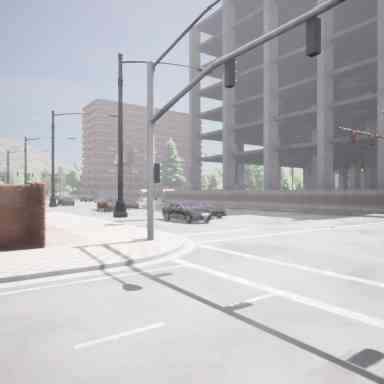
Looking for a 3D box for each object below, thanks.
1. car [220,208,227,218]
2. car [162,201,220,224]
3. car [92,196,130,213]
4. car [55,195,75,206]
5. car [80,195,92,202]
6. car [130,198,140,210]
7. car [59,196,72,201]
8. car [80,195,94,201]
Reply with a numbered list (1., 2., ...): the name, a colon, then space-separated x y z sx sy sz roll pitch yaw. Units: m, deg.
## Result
1. car: 0.742 1.547 29.430 2.033 1.411 5.357 0 0 -35
2. car: -0.466 1.491 25.067 2.128 1.511 4.902 0 0 -35
3. car: -9.130 1.351 37.447 2.097 1.767 4.553 0 0 -35
4. car: -20.302 1.534 53.598 1.837 1.490 4.892 0 0 -35
5. car: -17.449 1.178 55.626 1.812 1.442 4.674 0 0 -35
6. car: -8.386 1.505 42.496 1.837 1.490 4.892 0 0 -35
7. car: -30.968 1.594 81.077 1.895 1.301 4.718 0 0 -35
8. car: -24.601 1.363 78.078 1.812 1.442 4.674 0 0 -35
